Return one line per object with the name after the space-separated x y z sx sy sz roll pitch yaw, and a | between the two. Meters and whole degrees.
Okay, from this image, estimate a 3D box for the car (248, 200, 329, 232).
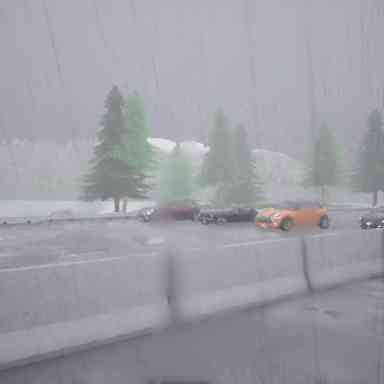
5.984 1.309 19.820 4.553 1.767 2.097 0 0 -29 | car

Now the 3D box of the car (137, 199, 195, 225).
-1.561 1.290 23.535 4.553 1.767 2.097 0 0 -31 | car

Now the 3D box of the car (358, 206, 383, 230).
11.573 1.472 18.856 4.892 1.490 1.837 0 0 -27 | car

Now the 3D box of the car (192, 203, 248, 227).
2.714 1.548 22.027 4.718 1.301 1.895 0 0 -30 | car
